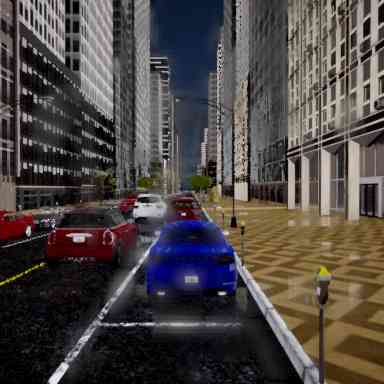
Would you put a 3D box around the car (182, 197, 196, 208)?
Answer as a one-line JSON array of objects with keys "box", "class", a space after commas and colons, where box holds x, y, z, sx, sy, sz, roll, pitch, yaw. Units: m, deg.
[{"box": [-0.463, 1.541, 49.090, 2.008, 1.369, 4.403, -1, 0, 0], "class": "car"}]

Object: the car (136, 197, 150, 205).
[{"box": [-8.843, 1.570, 60.458, 1.802, 1.307, 4.206, -1, 0, 0], "class": "car"}]

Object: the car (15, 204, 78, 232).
[{"box": [-8.844, 1.547, 20.672, 2.008, 1.369, 4.403, -1, 0, 0], "class": "car"}]

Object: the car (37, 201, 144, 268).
[{"box": [-3.146, 1.350, 11.408, 2.097, 1.767, 4.553, 0, 0, 0], "class": "car"}]

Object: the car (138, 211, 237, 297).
[{"box": [-0.006, 1.476, 8.652, 1.882, 1.535, 5.008, 0, 0, 0], "class": "car"}]

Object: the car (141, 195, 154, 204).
[{"box": [-8.845, 1.426, 66.141, 1.967, 1.590, 4.097, -1, 0, 0], "class": "car"}]

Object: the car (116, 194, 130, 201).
[{"box": [-6.229, 1.214, 36.099, 2.150, 2.045, 5.566, 0, 0, 0], "class": "car"}]

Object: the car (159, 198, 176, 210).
[{"box": [-3.056, 1.518, 42.611, 1.812, 1.442, 4.674, 0, 0, 0], "class": "car"}]

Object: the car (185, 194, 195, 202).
[{"box": [-0.465, 1.298, 77.509, 2.192, 1.841, 5.009, -1, 0, 0], "class": "car"}]

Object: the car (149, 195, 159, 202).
[{"box": [-8.844, 1.509, 77.339, 1.752, 1.417, 4.829, -1, 0, 0], "class": "car"}]

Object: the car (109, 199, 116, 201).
[{"box": [-8.844, 1.544, 37.723, 2.008, 1.369, 4.403, -1, 0, 0], "class": "car"}]

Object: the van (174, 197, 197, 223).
[{"box": [-0.465, 1.336, 26.356, 1.690, 1.788, 3.998, -1, 0, 0], "class": "van"}]

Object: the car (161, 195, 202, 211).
[{"box": [-0.465, 1.311, 20.672, 2.192, 1.841, 5.009, -1, 0, 0], "class": "car"}]

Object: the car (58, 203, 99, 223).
[{"box": [-8.843, 1.577, 26.356, 1.802, 1.307, 4.206, -1, 0, 0], "class": "car"}]

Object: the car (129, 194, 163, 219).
[{"box": [-3.059, 1.216, 25.566, 2.150, 2.045, 5.566, 0, 0, 0], "class": "car"}]

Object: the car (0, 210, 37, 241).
[{"box": [-8.843, 1.542, 14.989, 1.887, 1.381, 4.507, -1, 0, 0], "class": "car"}]
